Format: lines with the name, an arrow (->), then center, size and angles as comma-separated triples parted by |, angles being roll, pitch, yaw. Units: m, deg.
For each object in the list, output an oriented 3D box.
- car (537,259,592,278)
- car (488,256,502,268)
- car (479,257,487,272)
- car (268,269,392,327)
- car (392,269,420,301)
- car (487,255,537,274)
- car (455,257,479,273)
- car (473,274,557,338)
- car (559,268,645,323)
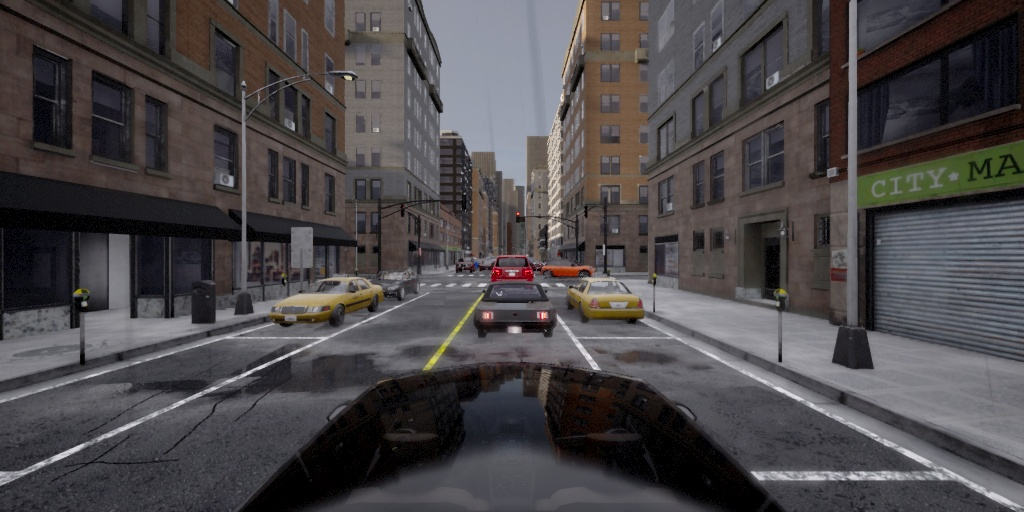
car -> 4.802, 1.083, 30.283 | 4.553, 1.767, 2.097 | 0, 0, 17
car -> -3.039, 0.998, 65.016 | 2.150, 2.045, 5.566 | 0, 0, 0
car -> -3.089, 1.242, 45.799 | 1.882, 1.535, 5.008 | 0, 0, 0
car -> -5.666, 1.276, 11.589 | 1.751, 1.417, 4.829 | 0, 0, 0
car -> -5.665, 1.302, 17.284 | 2.007, 1.370, 4.403 | 0, 0, 0
car -> 0.004, 0.974, 19.936 | 2.150, 2.045, 5.566 | 0, 0, 0
car -> -5.660, 1.078, 44.058 | 2.192, 1.841, 5.009 | 0, 0, 0
car -> 0.083, 1.351, 10.166 | 1.895, 1.301, 4.718 | 0, 0, 0
car -> 2.859, 1.276, 11.927 | 1.751, 1.417, 4.829 | 0, 0, 0
